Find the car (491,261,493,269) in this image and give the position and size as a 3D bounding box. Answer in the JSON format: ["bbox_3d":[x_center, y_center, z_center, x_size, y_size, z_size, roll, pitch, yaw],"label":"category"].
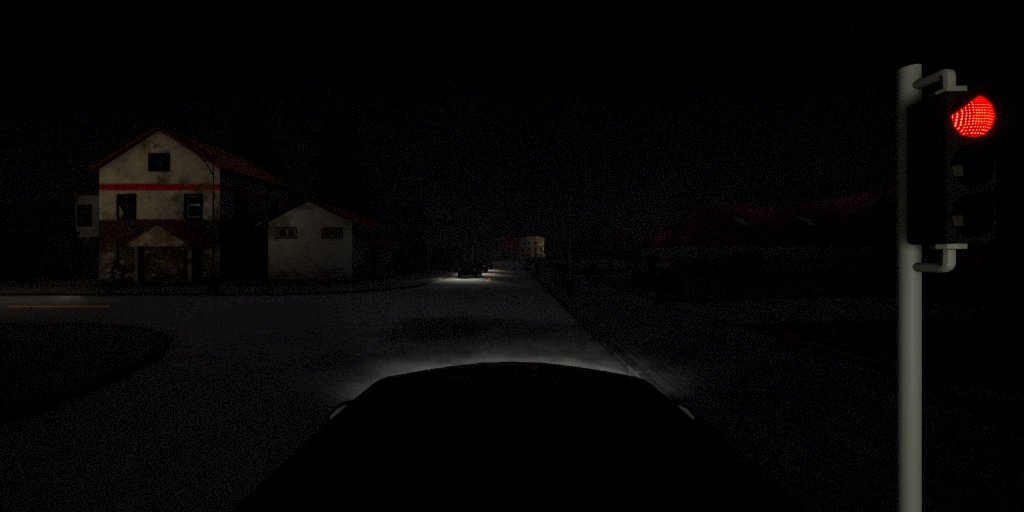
[{"bbox_3d":[-4.027,1.227,55.431,1.882,1.535,5.008,0,0,0],"label":"car"}]

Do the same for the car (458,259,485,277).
[{"bbox_3d":[-4.085,1.228,35.278,1.882,1.535,5.008,0,0,2],"label":"car"}]

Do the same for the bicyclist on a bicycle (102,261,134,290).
[{"bbox_3d":[-22.523,1.099,20.511,0.582,1.620,1.656,0,0,0],"label":"bicyclist on a bicycle"}]

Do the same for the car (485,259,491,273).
[{"bbox_3d":[-4.055,1.228,44.932,1.882,1.535,5.008,0,0,0],"label":"car"}]
